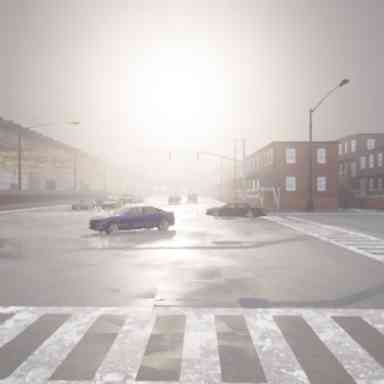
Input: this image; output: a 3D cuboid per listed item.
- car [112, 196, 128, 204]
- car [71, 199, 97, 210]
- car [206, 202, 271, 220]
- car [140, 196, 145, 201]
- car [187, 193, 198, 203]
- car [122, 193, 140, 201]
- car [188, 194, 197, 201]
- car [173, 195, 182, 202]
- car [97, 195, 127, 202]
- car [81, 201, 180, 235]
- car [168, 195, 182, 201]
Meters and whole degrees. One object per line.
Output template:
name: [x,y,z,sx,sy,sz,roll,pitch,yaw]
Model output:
car: [-13.963,1.484,64.996,2.128,1.511,4.902,0,0,0]
car: [-14.039,1.595,43.285,1.895,1.301,4.718,0,0,0]
car: [3.916,1.544,28.369,5.357,1.411,2.033,0,0,26]
car: [-10.465,1.495,66.054,1.837,1.490,4.892,0,0,1]
car: [0.065,1.204,71.116,2.150,2.045,5.566,0,0,0]
car: [-10.514,1.215,54.669,2.150,2.045,5.566,0,0,0]
car: [0.075,1.295,81.558,2.097,1.767,4.553,0,0,0]
car: [-3.426,1.468,80.557,1.882,1.535,5.008,0,0,0]
car: [-10.534,1.542,44.189,2.033,1.411,5.357,0,0,0]
car: [-3.326,1.475,18.862,5.008,1.535,1.882,0,-1,-36]
car: [-3.343,1.344,62.744,2.097,1.767,4.553,0,0,0]
